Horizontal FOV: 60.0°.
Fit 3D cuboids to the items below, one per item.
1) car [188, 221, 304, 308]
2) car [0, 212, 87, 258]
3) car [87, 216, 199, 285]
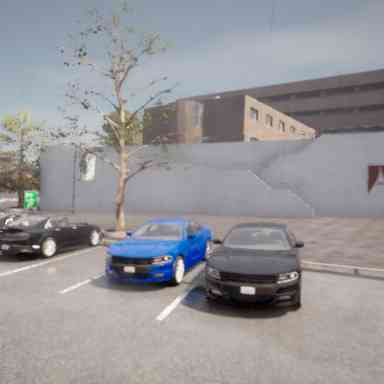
[{"bbox_3d":[1.663,1.515,8.300,2.097,1.535,5.008,0,-1,16],"label":"car"},{"bbox_3d":[-5.543,1.631,13.480,2.231,1.521,4.892,-1,-1,17],"label":"car"},{"bbox_3d":[-0.746,1.551,10.024,2.097,1.535,5.008,0,-1,16],"label":"car"}]
